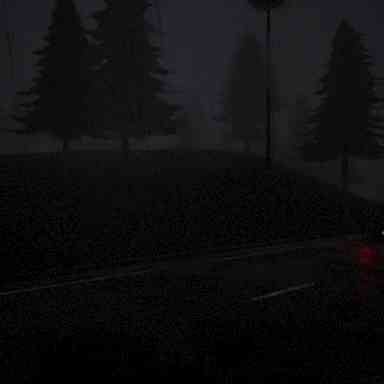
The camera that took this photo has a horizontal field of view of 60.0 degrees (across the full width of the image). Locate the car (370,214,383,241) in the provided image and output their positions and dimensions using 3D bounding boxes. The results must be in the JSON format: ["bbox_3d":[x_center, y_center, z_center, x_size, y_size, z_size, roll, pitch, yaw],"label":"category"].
[{"bbox_3d":[9.856,1.502,15.097,4.674,1.442,1.812,0,0,-36],"label":"car"}]
